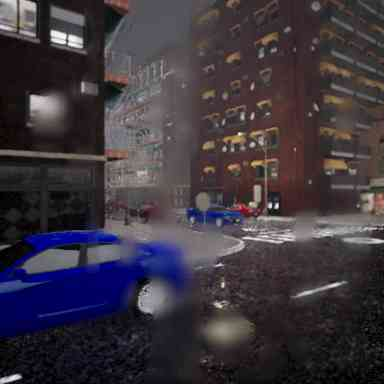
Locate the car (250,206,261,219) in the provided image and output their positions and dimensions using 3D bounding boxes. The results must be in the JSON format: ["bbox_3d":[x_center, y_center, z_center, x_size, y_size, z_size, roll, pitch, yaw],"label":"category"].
[{"bbox_3d":[4.292,1.795,30.691,1.887,1.381,4.507,-1,0,-36],"label":"car"}]

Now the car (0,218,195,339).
[{"bbox_3d":[-2.425,1.475,5.879,5.008,1.535,1.882,0,0,-35],"label":"car"}]

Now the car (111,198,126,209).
[{"bbox_3d":[-12.092,1.936,53.369,2.192,1.841,5.009,-1,0,-36],"label":"car"}]

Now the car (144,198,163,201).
[{"bbox_3d":[-5.460,1.785,44.186,2.192,1.841,5.009,-1,0,-36],"label":"car"}]

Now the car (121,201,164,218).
[{"bbox_3d":[-4.851,1.904,33.475,2.033,1.411,5.357,0,-1,-36],"label":"car"}]

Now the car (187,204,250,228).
[{"bbox_3d":[1.633,1.689,24.503,1.882,1.535,5.008,0,-1,-36],"label":"car"}]

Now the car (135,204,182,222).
[{"bbox_3d":[-2.475,1.841,25.805,1.802,1.307,4.206,-1,0,-36],"label":"car"}]

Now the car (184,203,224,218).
[{"bbox_3d":[1.177,1.886,35.004,1.947,1.339,4.313,-1,0,-36],"label":"car"}]

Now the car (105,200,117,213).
[{"bbox_3d":[-12.141,2.070,43.604,2.033,1.411,5.357,0,-1,-36],"label":"car"}]
